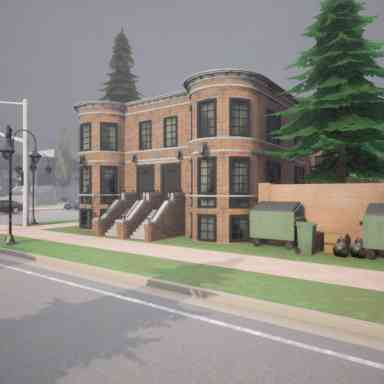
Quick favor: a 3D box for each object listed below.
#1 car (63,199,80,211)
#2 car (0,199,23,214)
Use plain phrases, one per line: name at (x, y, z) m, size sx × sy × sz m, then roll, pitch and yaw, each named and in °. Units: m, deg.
car at (-13.994, 1.564, 41.852) m, size 1.994 × 1.385 × 4.181 m, roll 0°, pitch 0°, yaw 32°
car at (-19.580, 1.505, 33.504) m, size 1.837 × 1.490 × 4.892 m, roll 0°, pitch 0°, yaw 35°
